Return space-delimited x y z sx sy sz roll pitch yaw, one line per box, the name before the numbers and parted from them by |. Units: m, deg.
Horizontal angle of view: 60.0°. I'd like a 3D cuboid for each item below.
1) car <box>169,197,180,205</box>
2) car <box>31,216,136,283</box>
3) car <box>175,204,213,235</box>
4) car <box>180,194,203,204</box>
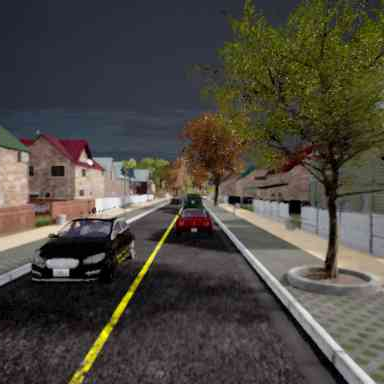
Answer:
car | -2.732 1.510 57.077 1.994 1.385 4.181 0 0 0
car | -2.847 1.485 9.680 2.128 1.511 4.902 0 0 0
car | 0.104 1.587 18.505 1.895 1.301 4.718 0 0 0
car | 0.111 1.188 37.968 2.150 2.045 5.566 0 0 0
